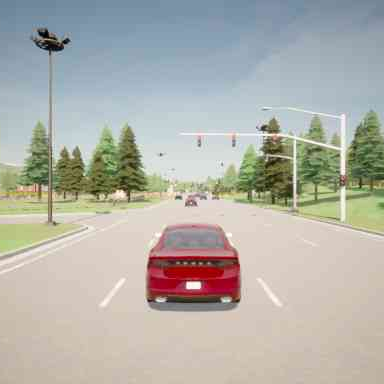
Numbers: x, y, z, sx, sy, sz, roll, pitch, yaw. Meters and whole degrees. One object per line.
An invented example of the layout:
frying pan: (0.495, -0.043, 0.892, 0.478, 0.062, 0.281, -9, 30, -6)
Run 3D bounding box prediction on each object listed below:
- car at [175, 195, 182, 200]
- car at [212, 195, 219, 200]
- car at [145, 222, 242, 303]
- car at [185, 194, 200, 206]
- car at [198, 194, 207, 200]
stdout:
car: (-3.772, 1.478, 94.313, 1.882, 1.535, 5.008, 0, 0, 0)
car: (6.728, 1.525, 94.344, 2.128, 1.511, 4.902, 0, 0, 0)
car: (0.039, 1.478, 8.275, 1.882, 1.535, 5.008, 0, 0, 0)
car: (-0.151, 1.525, 52.877, 1.812, 1.442, 4.674, 0, 0, 0)
car: (3.228, 1.524, 94.334, 1.812, 1.442, 4.674, 0, 0, 0)
